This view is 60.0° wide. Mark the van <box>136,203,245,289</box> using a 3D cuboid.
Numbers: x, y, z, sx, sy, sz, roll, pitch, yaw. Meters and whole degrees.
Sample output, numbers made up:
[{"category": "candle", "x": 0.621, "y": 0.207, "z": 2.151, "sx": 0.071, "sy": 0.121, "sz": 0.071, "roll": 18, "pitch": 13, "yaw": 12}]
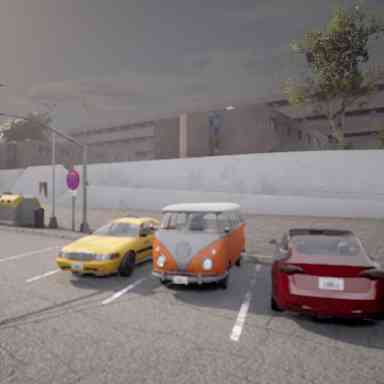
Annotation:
[{"category": "van", "x": 0.351, "y": 1.287, "z": 9.088, "sx": 1.878, "sy": 1.987, "sz": 4.442, "roll": 0, "pitch": -1, "yaw": 15}]

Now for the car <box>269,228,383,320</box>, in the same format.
[{"category": "car", "x": 2.815, "y": 1.530, "z": 7.502, "sx": 2.163, "sy": 1.488, "sz": 4.792, "roll": 0, "pitch": -1, "yaw": 15}]

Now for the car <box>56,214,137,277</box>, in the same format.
[{"category": "car", "x": -2.101, "y": 1.523, "z": 10.744, "sx": 1.946, "sy": 1.575, "sz": 5.366, "roll": 0, "pitch": -1, "yaw": 15}]
